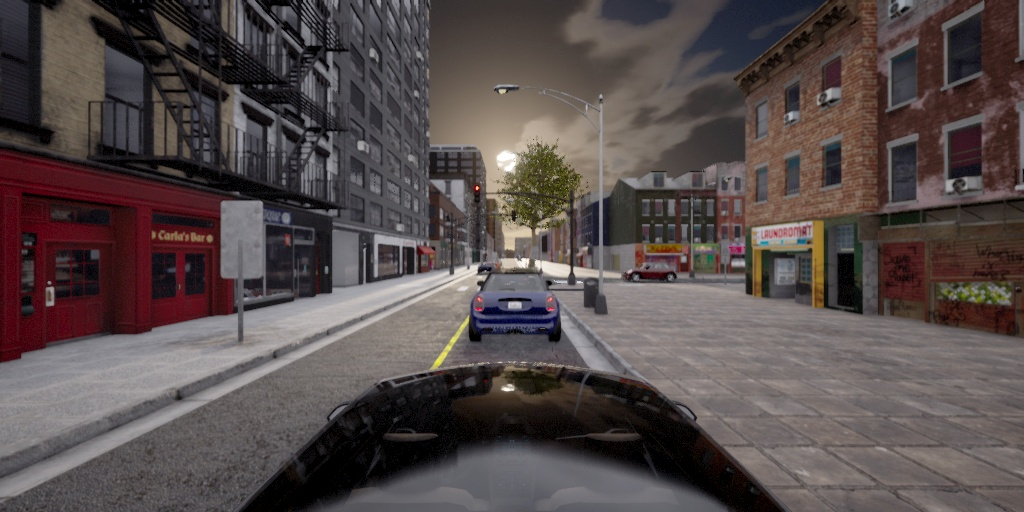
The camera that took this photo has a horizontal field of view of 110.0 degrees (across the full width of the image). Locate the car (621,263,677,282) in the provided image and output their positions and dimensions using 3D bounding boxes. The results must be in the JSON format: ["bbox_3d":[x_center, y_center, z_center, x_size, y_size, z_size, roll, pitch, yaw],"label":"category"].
[{"bbox_3d":[10.910,1.240,28.850,4.097,1.591,1.967,0,0,0],"label":"car"}]

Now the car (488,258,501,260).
[{"bbox_3d":[-2.851,1.070,52.514,2.097,1.767,4.553,0,0,0],"label":"car"}]

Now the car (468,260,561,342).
[{"bbox_3d":[0.071,1.094,9.932,2.097,1.767,4.553,0,0,0],"label":"car"}]
